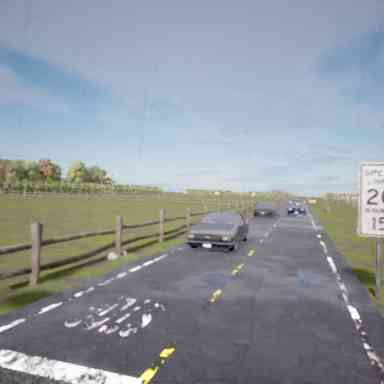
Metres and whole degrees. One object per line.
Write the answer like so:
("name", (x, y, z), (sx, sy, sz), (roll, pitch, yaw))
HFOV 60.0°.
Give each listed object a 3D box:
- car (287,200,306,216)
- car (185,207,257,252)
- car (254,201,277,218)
("car", (11.691, 1.892, 37.079), (1.895, 1.301, 4.718), (1, 0, 19))
("car", (1.374, 1.592, 14.697), (2.033, 1.411, 5.357), (1, 0, 18))
("car", (7.226, 1.667, 32.638), (1.882, 1.535, 5.008), (1, 0, 18))
